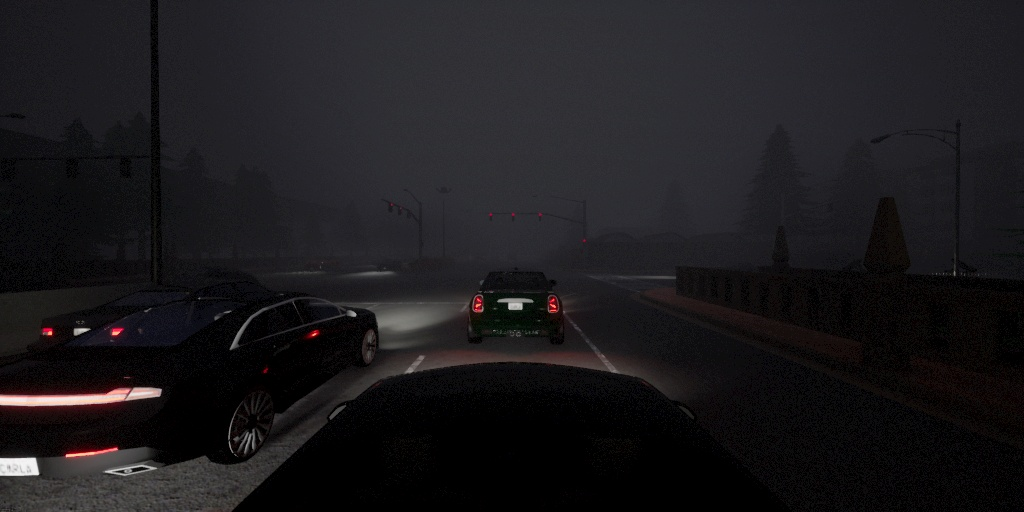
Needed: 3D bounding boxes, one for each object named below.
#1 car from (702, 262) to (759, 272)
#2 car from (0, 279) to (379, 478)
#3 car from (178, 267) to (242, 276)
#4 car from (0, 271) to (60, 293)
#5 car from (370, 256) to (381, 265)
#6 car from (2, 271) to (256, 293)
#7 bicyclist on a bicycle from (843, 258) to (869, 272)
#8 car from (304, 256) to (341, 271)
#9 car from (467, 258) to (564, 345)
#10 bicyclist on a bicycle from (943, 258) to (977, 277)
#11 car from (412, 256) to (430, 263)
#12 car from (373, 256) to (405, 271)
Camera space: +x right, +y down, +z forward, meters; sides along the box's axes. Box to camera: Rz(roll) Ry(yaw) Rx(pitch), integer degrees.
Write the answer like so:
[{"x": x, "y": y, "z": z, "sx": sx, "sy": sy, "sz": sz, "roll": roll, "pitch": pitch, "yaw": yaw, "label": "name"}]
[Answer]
[{"x": 18.066, "y": 1.108, "z": 29.328, "sx": 4.718, "sy": 1.301, "sz": 1.895, "roll": 0, "pitch": 1, "yaw": 2, "label": "car"}, {"x": -3.437, "y": 1.224, "z": 4.908, "sx": 2.128, "sy": 1.511, "sz": 4.902, "roll": 0, "pitch": 1, "yaw": 0, "label": "car"}, {"x": -14.100, "y": 1.192, "z": 16.759, "sx": 1.994, "sy": 1.385, "sz": 4.181, "roll": 0, "pitch": 0, "yaw": 0, "label": "car"}, {"x": -21.101, "y": 1.258, "z": 13.695, "sx": 1.895, "sy": 1.301, "sz": 4.718, "roll": 0, "pitch": 1, "yaw": 0, "label": "car"}, {"x": -21.076, "y": 0.759, "z": 57.738, "sx": 1.812, "sy": 1.442, "sz": 4.674, "roll": 0, "pitch": 1, "yaw": 0, "label": "car"}, {"x": -6.921, "y": 1.251, "z": 8.294, "sx": 2.033, "sy": 1.411, "sz": 5.357, "roll": 0, "pitch": 1, "yaw": 0, "label": "car"}, {"x": 17.868, "y": 0.911, "z": 18.630, "sx": 0.582, "sy": 1.620, "sz": 1.656, "roll": 0, "pitch": 1, "yaw": -14, "label": "bicyclist on a bicycle"}, {"x": -21.101, "y": 0.755, "z": 40.001, "sx": 2.097, "sy": 1.767, "sz": 4.553, "roll": 0, "pitch": 1, "yaw": 0, "label": "car"}, {"x": 0.142, "y": 1.048, "z": 9.570, "sx": 2.097, "sy": 1.767, "sz": 4.553, "roll": 0, "pitch": 1, "yaw": 2, "label": "car"}, {"x": 22.202, "y": 0.919, "z": 17.779, "sx": 0.582, "sy": 1.620, "sz": 1.656, "roll": 0, "pitch": 0, "yaw": -35, "label": "bicyclist on a bicycle"}, {"x": -14.085, "y": 0.708, "z": 58.049, "sx": 1.882, "sy": 1.535, "sz": 5.008, "roll": 0, "pitch": 1, "yaw": 0, "label": "car"}, {"x": -13.783, "y": 1.001, "z": 40.417, "sx": 1.895, "sy": 1.301, "sz": 4.718, "roll": 0, "pitch": 1, "yaw": -6, "label": "car"}]
